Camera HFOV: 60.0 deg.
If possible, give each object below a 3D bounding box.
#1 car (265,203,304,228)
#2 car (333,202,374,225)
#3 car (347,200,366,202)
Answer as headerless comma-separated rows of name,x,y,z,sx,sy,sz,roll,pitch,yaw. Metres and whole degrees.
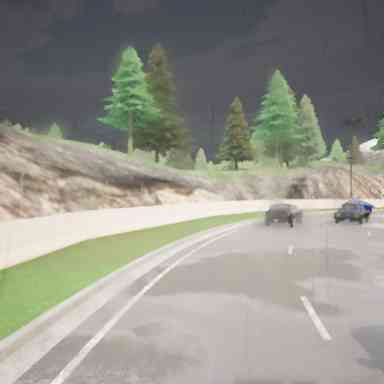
car,6.432,1.540,22.907,1.837,1.490,4.892,0,0,29
car,12.204,1.684,25.163,1.895,1.301,4.718,0,0,35
car,18.443,1.604,36.955,5.008,1.535,1.882,0,0,-39
